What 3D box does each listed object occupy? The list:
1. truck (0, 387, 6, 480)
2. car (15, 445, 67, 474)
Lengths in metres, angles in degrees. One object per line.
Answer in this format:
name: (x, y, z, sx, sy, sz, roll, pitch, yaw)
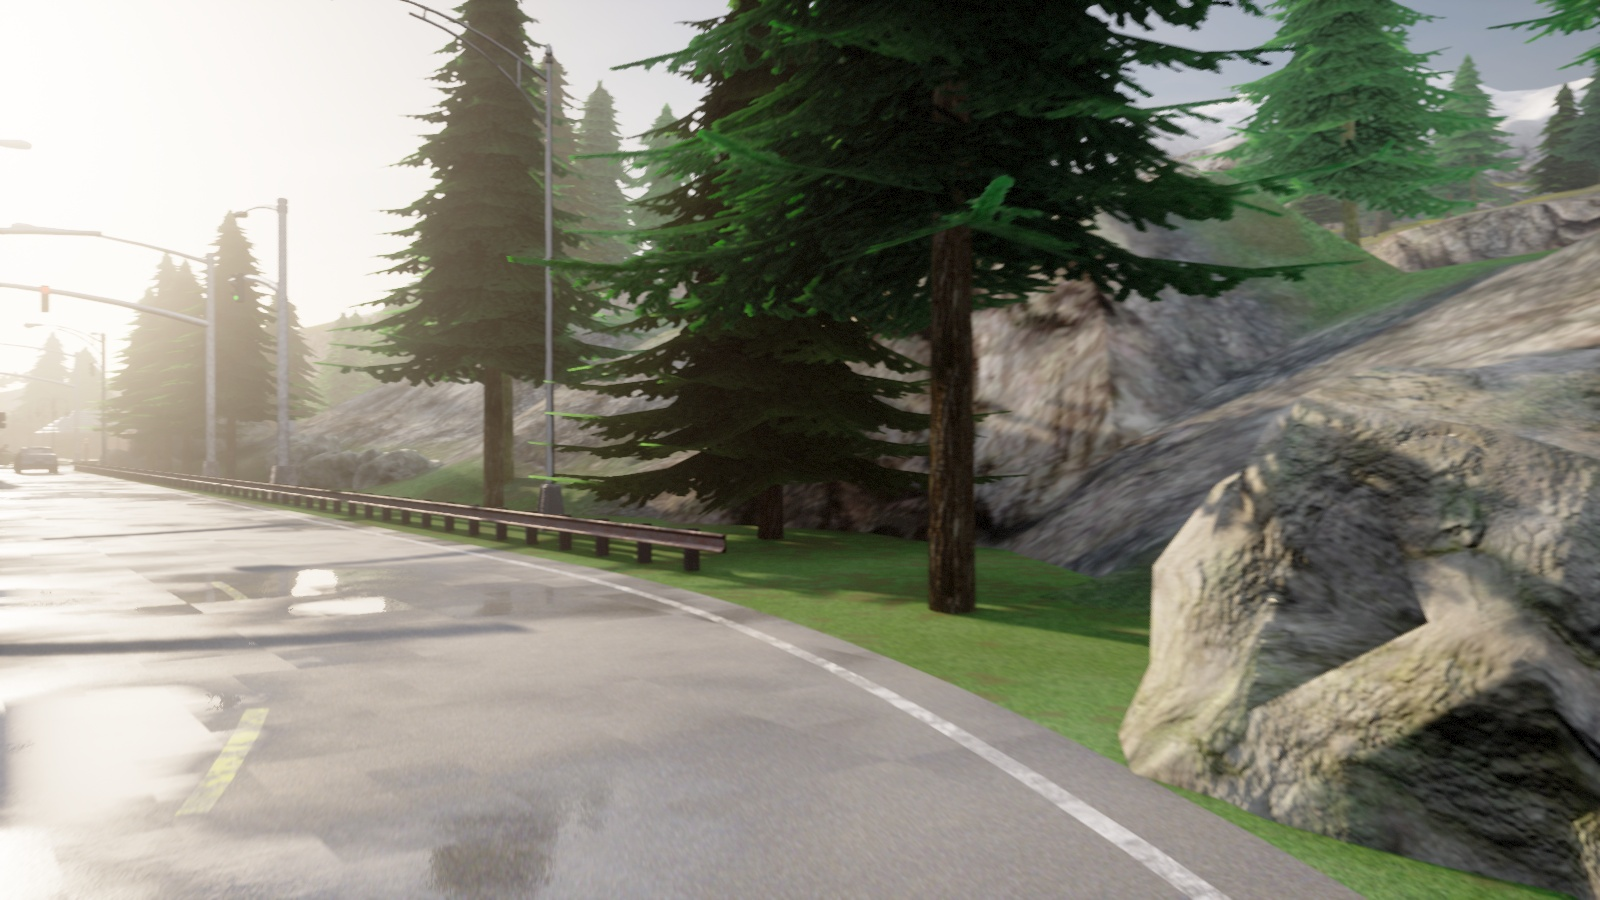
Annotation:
truck: (-36.172, -0.698, 54.184, 2.891, 3.827, 8.468, 0, 0, -34)
car: (-39.460, 0.454, 65.216, 2.033, 1.411, 5.357, 0, 0, -34)
